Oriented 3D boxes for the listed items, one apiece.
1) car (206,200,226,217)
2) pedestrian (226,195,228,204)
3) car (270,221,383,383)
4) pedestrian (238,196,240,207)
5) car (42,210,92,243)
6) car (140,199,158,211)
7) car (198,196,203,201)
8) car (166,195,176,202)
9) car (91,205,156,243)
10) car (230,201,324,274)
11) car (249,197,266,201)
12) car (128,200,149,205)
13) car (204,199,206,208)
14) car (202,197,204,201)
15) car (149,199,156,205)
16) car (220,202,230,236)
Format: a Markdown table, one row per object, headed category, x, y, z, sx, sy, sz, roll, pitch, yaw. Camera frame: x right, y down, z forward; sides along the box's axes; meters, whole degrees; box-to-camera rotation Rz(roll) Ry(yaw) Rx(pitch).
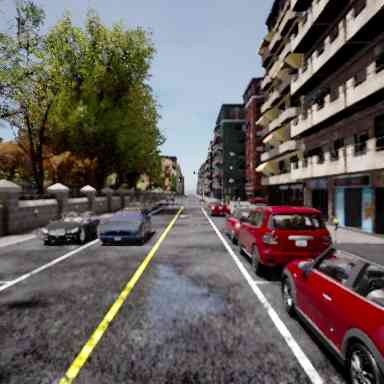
| category | x | y | z | sx | sy | sz | roll | pitch | yaw |
| --- | --- | --- | --- | --- | --- | --- | --- | --- | --- |
| car | 2.682 | 1.558 | 33.089 | 1.967 | 1.590 | 4.097 | 0 | 0 | 0 |
| pedestrian | 6.124 | 1.366 | 57.737 | 0.375 | 1.860 | 0.375 | 0 | 0 | 0 |
| car | 2.688 | 1.457 | 4.938 | 1.967 | 1.590 | 4.097 | 0 | 0 | 0 |
| pedestrian | 8.125 | 1.591 | 57.138 | 0.375 | 1.860 | 0.375 | 0 | 0 | 0 |
| car | -5.694 | 1.606 | 16.196 | 2.008 | 1.369 | 4.403 | 0 | 0 | 0 |
| car | -5.700 | 1.688 | 44.178 | 1.752 | 1.417 | 4.829 | 0 | 0 | 0 |
| car | 2.669 | 1.913 | 93.621 | 1.752 | 1.417 | 4.829 | 0 | 0 | 0 |
| car | -5.711 | 1.674 | 87.915 | 2.192 | 1.841 | 5.009 | 0 | 0 | 0 |
| car | -3.106 | 1.604 | 16.607 | 2.033 | 1.411 | 5.357 | 0 | 0 | 0 |
| car | 2.686 | 1.352 | 10.568 | 2.192 | 1.841 | 5.009 | 0 | 0 | 0 |
| car | 14.602 | 1.871 | 71.345 | 5.009 | 1.841 | 2.192 | 1 | -1 | 0 |
| car | -5.698 | 1.642 | 32.917 | 1.752 | 1.417 | 4.829 | 0 | 0 | 0 |
| car | 2.682 | 1.706 | 38.719 | 1.947 | 1.339 | 4.313 | 0 | 0 | 0 |
| car | 2.680 | 1.690 | 44.521 | 1.752 | 1.417 | 4.829 | 0 | 0 | 0 |
| car | -5.699 | 1.691 | 38.717 | 2.008 | 1.369 | 4.403 | 0 | 0 | 0 |
| car | 2.686 | 1.496 | 16.199 | 1.967 | 1.590 | 4.097 | 0 | 0 | 0 |
